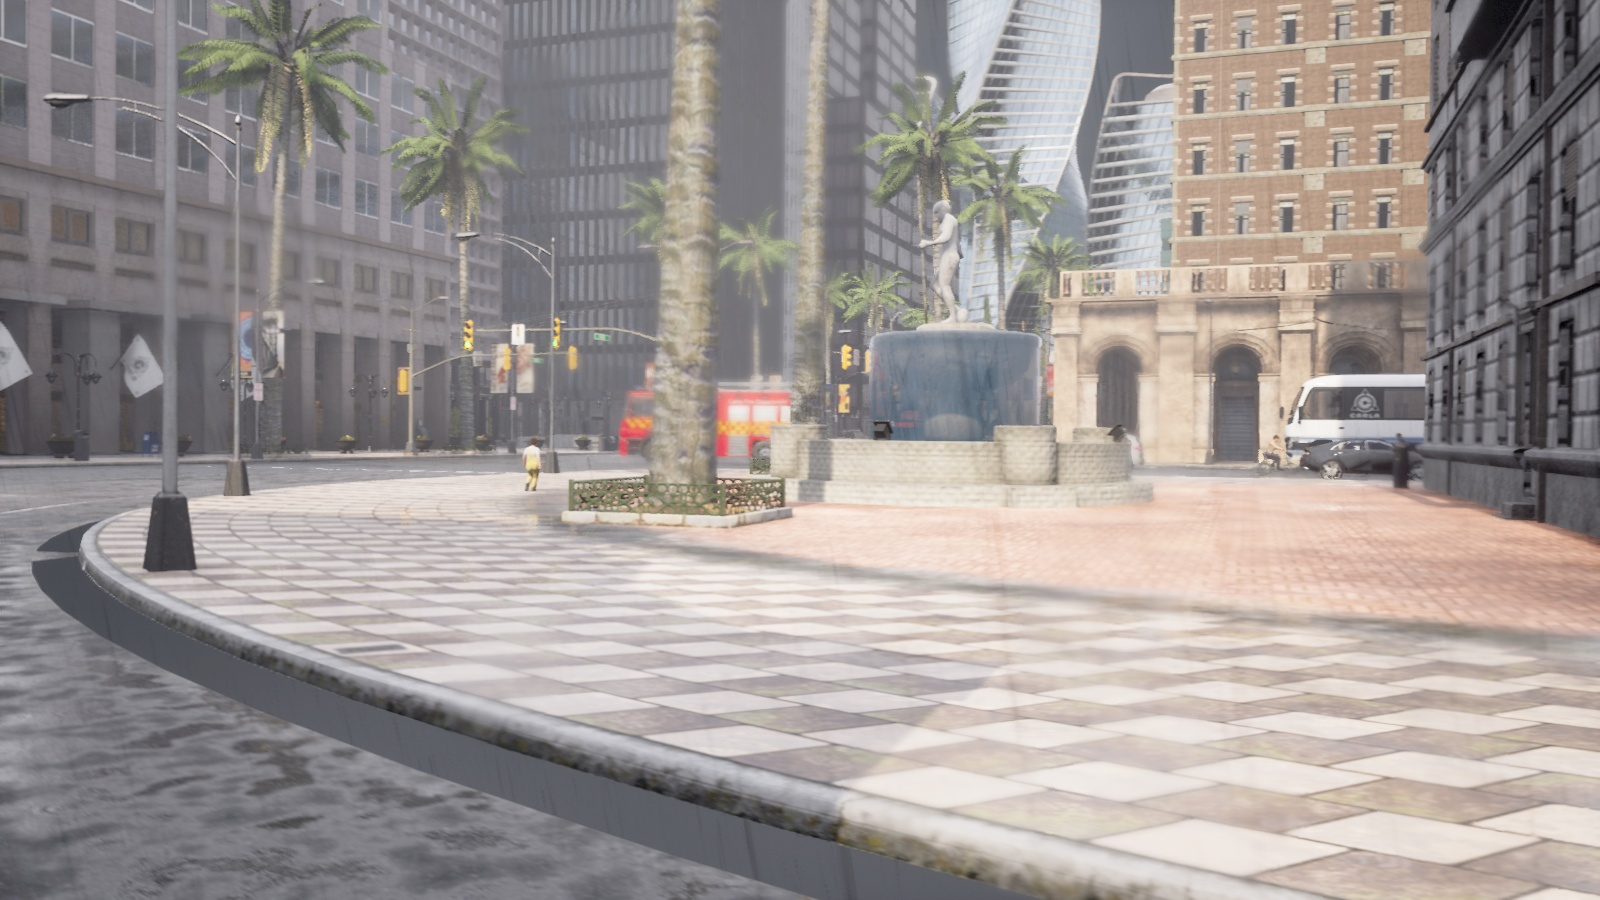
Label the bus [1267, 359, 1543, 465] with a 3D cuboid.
[{"bbox_3d":[25.475,-1.552,53.682,10.273,4.253,3.944,0,1,20],"label":"bus"}]

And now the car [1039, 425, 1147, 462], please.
[{"bbox_3d":[13.552,-0.286,58.056,4.611,1.667,2.242,0,1,20],"label":"car"}]

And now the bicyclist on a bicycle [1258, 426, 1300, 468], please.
[{"bbox_3d":[18.600,-0.118,48.770,1.509,1.612,0.866,0,1,20],"label":"bicyclist on a bicycle"}]

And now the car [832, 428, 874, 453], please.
[{"bbox_3d":[4.106,-0.729,96.583,1.932,1.855,4.605,0,1,20],"label":"car"}]

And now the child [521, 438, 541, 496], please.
[{"bbox_3d":[-5.912,0.364,27.630,0.270,1.263,0.437,0,1,12],"label":"child"}]

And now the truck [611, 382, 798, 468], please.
[{"bbox_3d":[-4.343,-1.150,58.621,8.468,3.827,2.891,0,1,0],"label":"truck"}]

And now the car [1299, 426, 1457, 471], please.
[{"bbox_3d":[20.327,-0.057,44.408,4.902,1.511,2.128,0,1,20],"label":"car"}]
